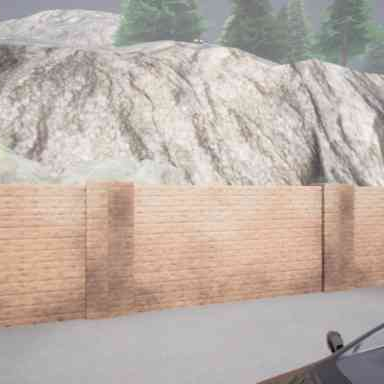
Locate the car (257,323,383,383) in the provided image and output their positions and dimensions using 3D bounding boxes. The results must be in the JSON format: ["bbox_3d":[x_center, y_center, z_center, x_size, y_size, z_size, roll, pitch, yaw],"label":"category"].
[{"bbox_3d":[2.100,1.492,1.946,4.902,1.511,2.128,0,0,-19],"label":"car"}]
